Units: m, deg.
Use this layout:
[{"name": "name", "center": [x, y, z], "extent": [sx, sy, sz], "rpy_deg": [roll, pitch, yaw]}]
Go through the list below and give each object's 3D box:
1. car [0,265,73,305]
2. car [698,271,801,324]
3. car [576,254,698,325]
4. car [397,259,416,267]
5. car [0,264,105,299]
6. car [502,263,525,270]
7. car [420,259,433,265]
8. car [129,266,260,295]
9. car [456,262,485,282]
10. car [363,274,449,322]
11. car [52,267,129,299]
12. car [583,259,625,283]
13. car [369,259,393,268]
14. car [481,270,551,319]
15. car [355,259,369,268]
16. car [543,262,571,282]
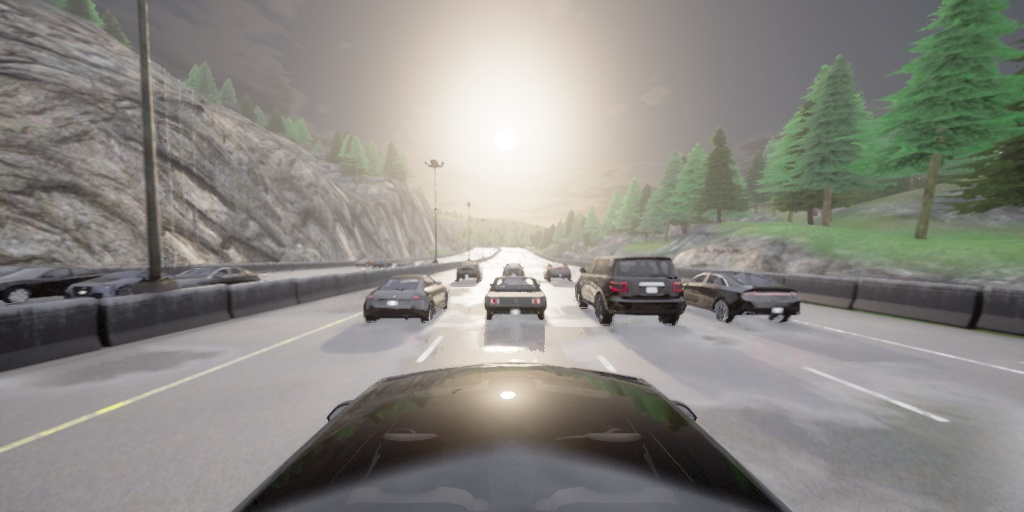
[{"name": "car", "center": [-21.090, 1.213, 16.274], "extent": [1.882, 1.535, 5.008], "rpy_deg": [0, 0, 0]}, {"name": "car", "center": [7.103, 1.242, 12.008], "extent": [2.128, 1.511, 4.902], "rpy_deg": [0, 0, 0]}, {"name": "car", "center": [3.604, 0.971, 11.919], "extent": [2.150, 2.045, 5.566], "rpy_deg": [0, 0, 0]}, {"name": "car", "center": [-17.482, 1.275, 59.723], "extent": [2.033, 1.411, 5.357], "rpy_deg": [0, 0, 1]}, {"name": "car", "center": [-24.587, 1.225, 18.243], "extent": [2.128, 1.511, 4.902], "rpy_deg": [0, 0, 0]}, {"name": "car", "center": [0.118, 1.269, 30.137], "extent": [1.812, 1.442, 4.674], "rpy_deg": [0, 0, 0]}, {"name": "car", "center": [-13.984, 1.276, 60.064], "extent": [2.033, 1.411, 5.357], "rpy_deg": [0, 0, 1]}, {"name": "car", "center": [-14.090, 1.231, 16.746], "extent": [2.128, 1.511, 4.902], "rpy_deg": [0, 0, 0]}, {"name": "car", "center": [-3.383, 1.246, 29.239], "extent": [1.837, 1.490, 4.892], "rpy_deg": [0, 0, 0]}, {"name": "car", "center": [-3.397, 1.310, 12.209], "extent": [1.994, 1.385, 4.181], "rpy_deg": [0, 0, 0]}, {"name": "car", "center": [-17.590, 1.301, 16.672], "extent": [1.994, 1.385, 4.181], "rpy_deg": [0, 0, 0]}, {"name": "car", "center": [7.116, 1.099, 28.233], "extent": [2.097, 1.767, 4.553], "rpy_deg": [0, 0, 0]}, {"name": "car", "center": [-20.989, 1.327, 58.364], "extent": [1.895, 1.301, 4.718], "rpy_deg": [0, 0, 1]}, {"name": "car", "center": [0.105, 1.348, 12.697], "extent": [1.895, 1.301, 4.718], "rpy_deg": [0, 0, 0]}, {"name": "car", "center": [-24.482, 1.201, 59.903], "extent": [1.882, 1.535, 5.008], "rpy_deg": [0, 0, 1]}, {"name": "car", "center": [3.617, 1.237, 29.137], "extent": [2.128, 1.511, 4.902], "rpy_deg": [0, 0, 0]}]
